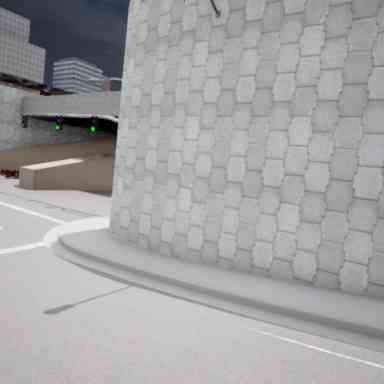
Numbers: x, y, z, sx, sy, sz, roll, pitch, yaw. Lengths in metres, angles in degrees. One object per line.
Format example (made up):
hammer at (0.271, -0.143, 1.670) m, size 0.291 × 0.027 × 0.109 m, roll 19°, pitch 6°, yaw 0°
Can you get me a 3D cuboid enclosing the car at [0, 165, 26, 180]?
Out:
car at (-15.538, -1.865, 31.749) m, size 1.895 × 1.301 × 4.718 m, roll 9°, pitch 5°, yaw 34°
